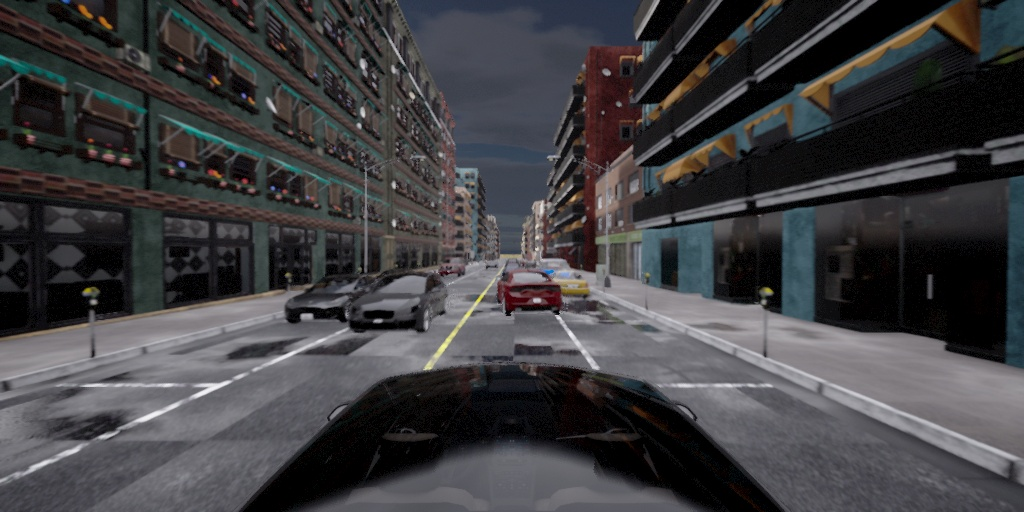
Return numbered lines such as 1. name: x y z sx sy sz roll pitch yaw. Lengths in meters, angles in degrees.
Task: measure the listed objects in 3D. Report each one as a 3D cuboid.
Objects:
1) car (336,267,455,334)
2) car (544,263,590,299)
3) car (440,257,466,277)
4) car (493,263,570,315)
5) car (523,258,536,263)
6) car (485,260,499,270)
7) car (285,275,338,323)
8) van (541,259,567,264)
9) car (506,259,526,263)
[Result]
1. car: -3.098 1.252 10.731 1.837 1.490 4.892 0 0 0
2. car: 2.693 1.272 17.988 1.751 1.417 4.829 0 0 0
3. car: -5.684 1.063 34.878 2.192 1.841 5.009 0 0 0
4. car: 0.505 1.224 13.634 1.882 1.535 5.008 0 0 -7
5. car: 2.701 1.304 51.925 2.007 1.370 4.403 0 0 0
6. car: -2.988 1.315 54.021 1.837 1.490 4.892 0 0 0
7. car: -5.689 1.313 12.139 1.948 1.339 4.313 0 0 0
8. van: 2.695 1.087 23.503 1.690 1.789 3.998 0 0 0
9. car: 0.105 1.312 36.176 1.994 1.385 4.181 0 0 0
